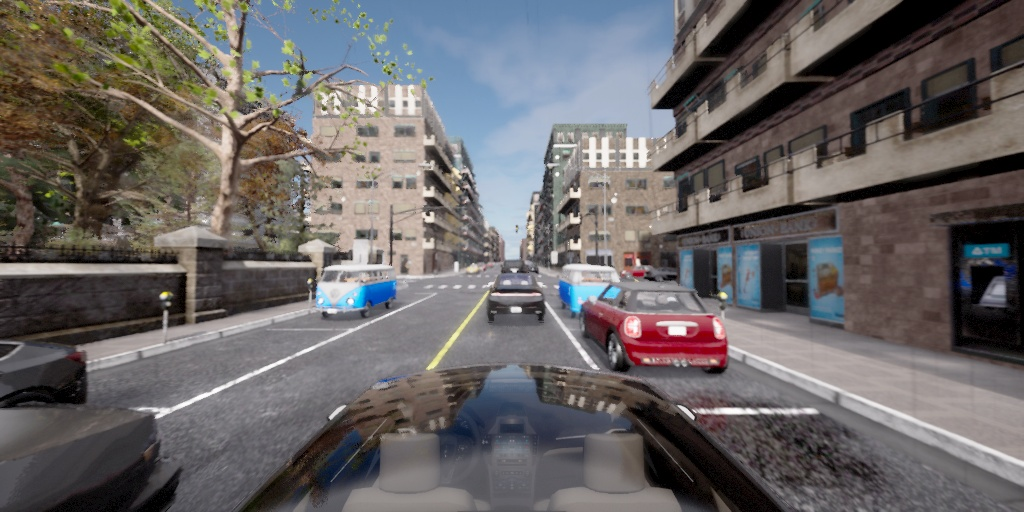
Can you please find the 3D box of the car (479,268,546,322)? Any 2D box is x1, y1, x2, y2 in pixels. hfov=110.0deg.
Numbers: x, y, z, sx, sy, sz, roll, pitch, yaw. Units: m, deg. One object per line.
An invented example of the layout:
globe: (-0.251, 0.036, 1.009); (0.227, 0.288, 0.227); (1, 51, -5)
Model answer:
car: (0.134, 1.368, 12.821); (2.128, 1.511, 4.902); (0, -1, 0)

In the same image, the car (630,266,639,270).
car: (13.758, 1.779, 39.349); (4.097, 1.591, 1.967); (0, 0, 1)

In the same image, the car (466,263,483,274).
car: (-5.530, 1.840, 51.077); (1.751, 1.417, 4.829); (0, 0, 0)

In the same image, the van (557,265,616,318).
van: (2.694, 1.223, 13.276); (1.690, 1.789, 3.998); (0, 0, 0)

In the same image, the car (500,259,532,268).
car: (0.188, 1.285, 29.243); (2.150, 2.045, 5.566); (0, -1, 0)

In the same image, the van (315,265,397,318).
van: (-5.621, 1.222, 13.305); (1.690, 1.789, 3.998); (0, 0, 0)

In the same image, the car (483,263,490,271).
car: (-5.494, 1.884, 62.532); (1.967, 1.591, 4.097); (0, 0, 0)

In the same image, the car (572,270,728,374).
car: (2.678, 1.259, 7.753); (1.967, 1.591, 4.097); (0, 0, 0)

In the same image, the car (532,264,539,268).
car: (2.851, 1.881, 51.220); (1.948, 1.339, 4.313); (0, 0, 0)

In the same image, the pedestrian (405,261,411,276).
pedestrian: (-12.407, 1.422, 42.724); (0.375, 1.860, 0.375); (0, -2, 1)

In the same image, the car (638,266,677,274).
car: (13.627, 1.661, 30.974); (4.313, 1.339, 1.948); (0, 0, 1)
